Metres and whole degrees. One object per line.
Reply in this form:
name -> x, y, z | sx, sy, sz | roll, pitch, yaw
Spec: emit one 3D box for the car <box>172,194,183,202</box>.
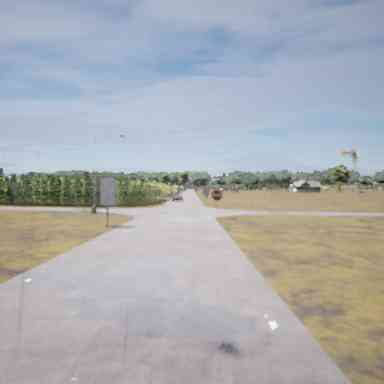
car -> -2.805, 1.179, 65.978 | 1.994, 1.385, 4.181 | 0, 1, 0
